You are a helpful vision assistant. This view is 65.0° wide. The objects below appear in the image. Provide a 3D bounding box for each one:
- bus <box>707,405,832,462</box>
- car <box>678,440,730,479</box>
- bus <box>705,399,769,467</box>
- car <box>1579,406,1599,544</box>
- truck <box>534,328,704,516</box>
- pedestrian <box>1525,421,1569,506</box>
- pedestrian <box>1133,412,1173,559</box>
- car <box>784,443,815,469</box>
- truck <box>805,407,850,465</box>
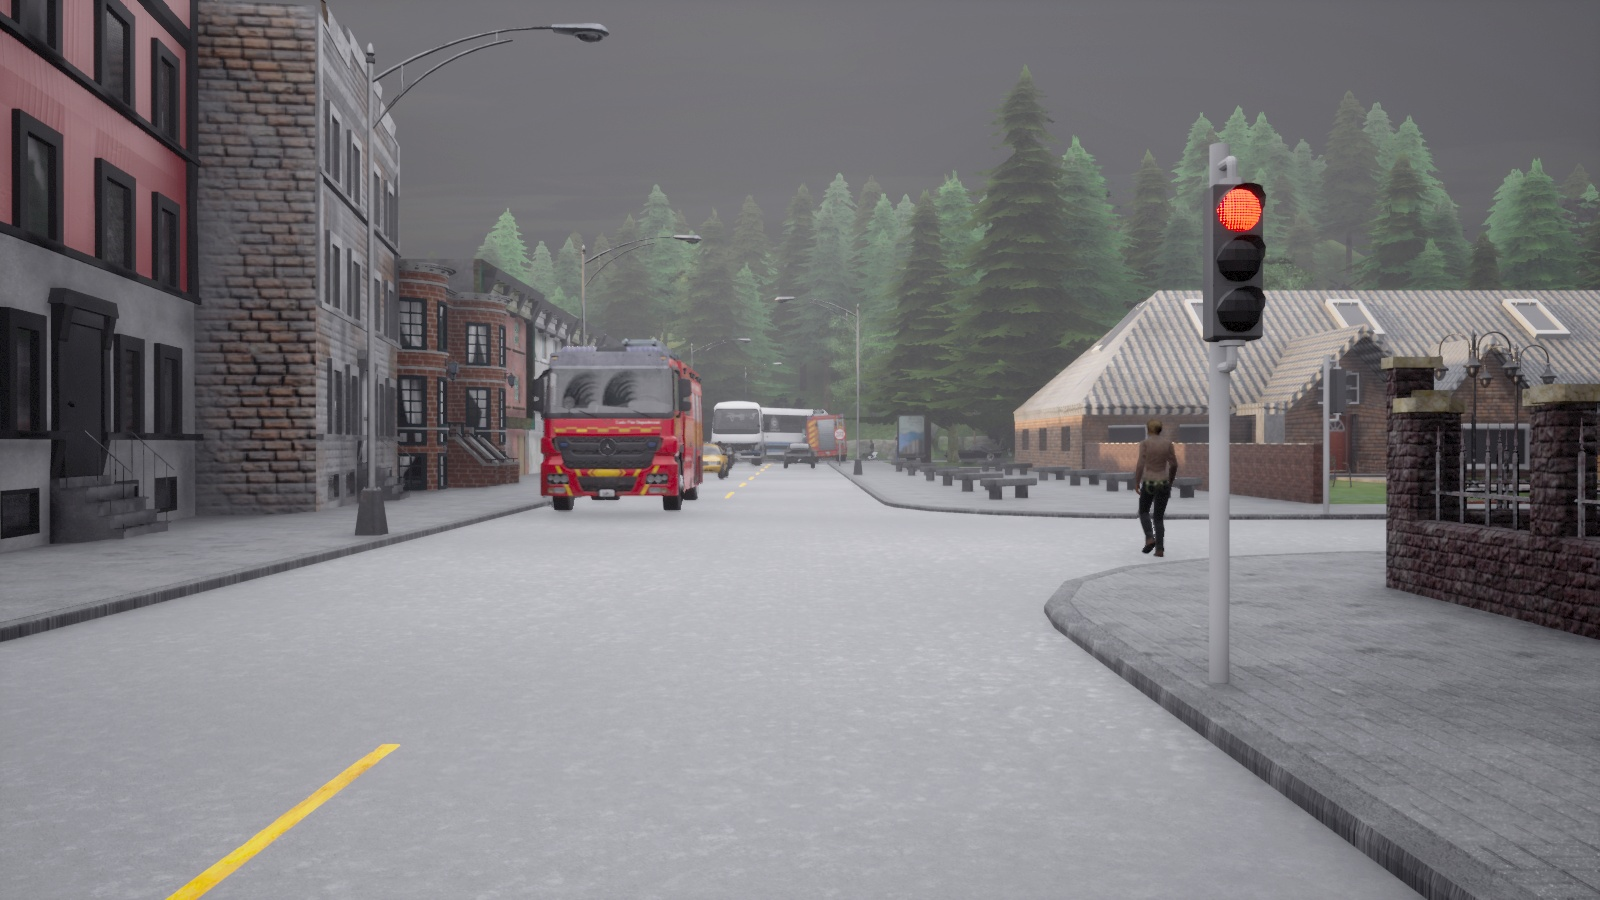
[{"bbox_3d":[-2.275,-1.189,98.974,3.944,4.253,10.273,0,0,40],"label":"bus"},{"bbox_3d":[-4.053,0.377,53.767,1.801,1.575,5.366,0,0,0],"label":"car"},{"bbox_3d":[-4.107,-1.110,84.454,3.944,4.253,10.273,0,0,-1],"label":"bus"},{"bbox_3d":[14.694,0.375,18.153,5.566,2.045,2.150,0,0,-1],"label":"car"},{"bbox_3d":[-4.008,-0.590,29.806,2.891,3.827,8.468,0,0,0],"label":"truck"},{"bbox_3d":[16.398,0.295,27.566,0.726,1.842,0.402,0,0,3],"label":"pedestrian"},{"bbox_3d":[4.533,0.446,16.127,0.331,1.846,0.634,0,0,0],"label":"pedestrian"},{"bbox_3d":[-0.036,0.324,75.730,1.837,1.490,4.892,0,0,0],"label":"car"},{"bbox_3d":[2.010,-0.964,95.752,2.891,3.827,8.468,-4,-2,-1],"label":"truck"}]
